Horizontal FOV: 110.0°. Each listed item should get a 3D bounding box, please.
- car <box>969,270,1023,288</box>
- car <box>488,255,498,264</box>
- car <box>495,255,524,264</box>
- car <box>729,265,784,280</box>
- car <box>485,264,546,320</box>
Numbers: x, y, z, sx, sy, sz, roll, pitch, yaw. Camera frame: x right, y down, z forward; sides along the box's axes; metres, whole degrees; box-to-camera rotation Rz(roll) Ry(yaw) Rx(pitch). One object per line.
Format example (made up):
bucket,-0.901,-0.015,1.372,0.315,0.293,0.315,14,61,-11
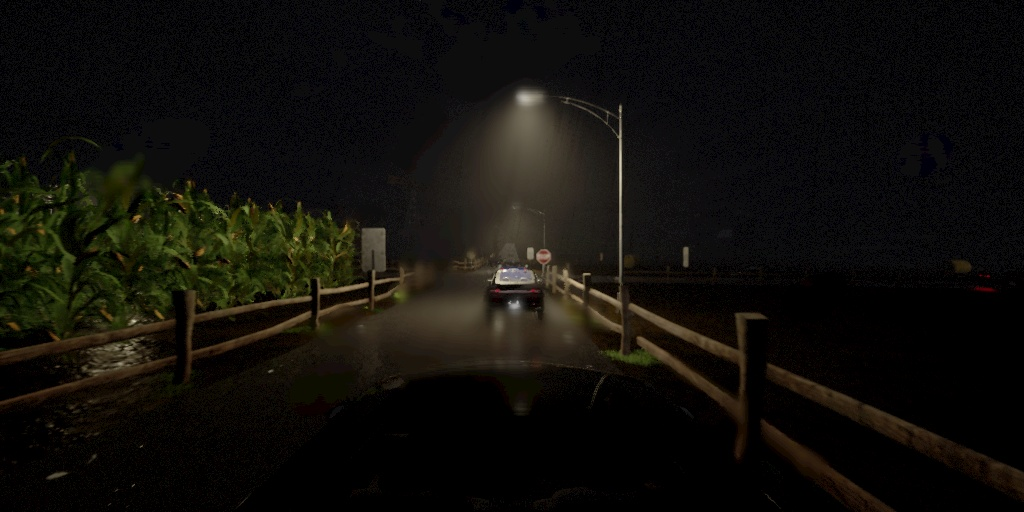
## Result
car,43.887,1.984,31.378,4.892,1.490,1.837,1,2,1
car,-2.810,0.945,57.467,1.882,1.535,5.008,0,1,0
car,0.102,1.043,25.862,2.097,1.767,4.553,0,0,0
car,23.379,1.559,34.336,4.674,1.442,1.812,1,2,0
car,0.102,1.217,12.536,2.128,1.511,4.902,0,0,0
